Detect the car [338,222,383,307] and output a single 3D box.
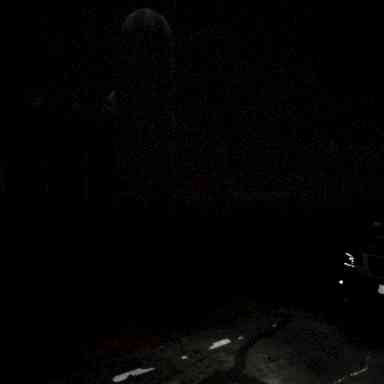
[{"bbox_3d":[5.377,1.224,6.906,5.566,2.045,2.150,0,0,-35],"label":"car"}]
